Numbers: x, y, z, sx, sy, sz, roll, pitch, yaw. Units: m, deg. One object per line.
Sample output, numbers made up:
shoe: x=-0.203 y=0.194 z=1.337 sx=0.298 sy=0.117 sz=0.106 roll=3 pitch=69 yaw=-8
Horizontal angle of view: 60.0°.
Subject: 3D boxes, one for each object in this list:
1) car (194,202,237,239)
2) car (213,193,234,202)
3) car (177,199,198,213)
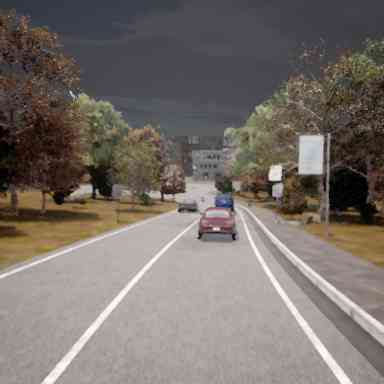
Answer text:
car: x=1.344 y=1.505 z=17.336 sx=1.812 sy=1.442 sz=4.674 roll=1 pitch=0 yaw=6
car: x=3.653 y=1.160 z=38.024 sx=2.150 sy=2.045 sz=5.566 roll=1 pitch=0 yaw=5
car: x=-0.326 y=1.452 z=35.380 sx=2.033 sy=1.411 sz=5.357 roll=1 pitch=0 yaw=6
